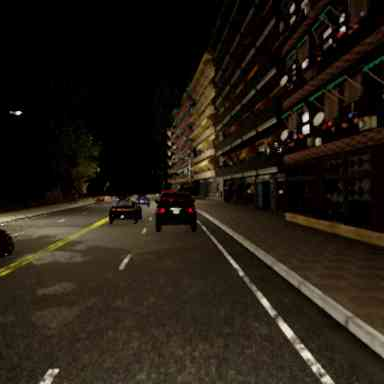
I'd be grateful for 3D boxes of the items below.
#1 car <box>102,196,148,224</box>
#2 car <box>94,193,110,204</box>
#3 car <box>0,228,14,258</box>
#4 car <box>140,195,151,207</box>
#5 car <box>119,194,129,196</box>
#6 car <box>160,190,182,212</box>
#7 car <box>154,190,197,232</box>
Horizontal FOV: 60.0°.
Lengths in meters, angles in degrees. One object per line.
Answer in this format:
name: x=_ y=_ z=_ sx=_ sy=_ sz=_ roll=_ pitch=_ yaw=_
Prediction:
car: x=-4.475 y=1.280 z=22.869 sx=2.128 sy=1.511 sz=4.902 roll=-1 pitch=1 yaw=-4
car: x=-14.078 y=0.945 z=52.545 sx=2.097 sy=1.767 sz=4.553 roll=-1 pitch=1 yaw=-7
car: x=-7.040 y=1.558 z=9.727 sx=1.994 sy=1.385 sz=4.181 roll=-1 pitch=1 yaw=-3
car: x=-6.202 y=1.130 z=41.772 sx=2.033 sy=1.411 sz=5.357 roll=-1 pitch=1 yaw=-6
car: x=-10.846 y=1.084 z=52.917 sx=1.837 sy=1.490 sz=4.892 roll=-1 pitch=1 yaw=-7
car: x=-2.265 y=0.827 z=34.795 sx=2.150 sy=2.045 sz=5.566 roll=-1 pitch=1 yaw=-5
car: x=-0.938 y=1.003 z=18.914 sx=2.150 sy=2.045 sz=5.566 roll=-1 pitch=1 yaw=-4
